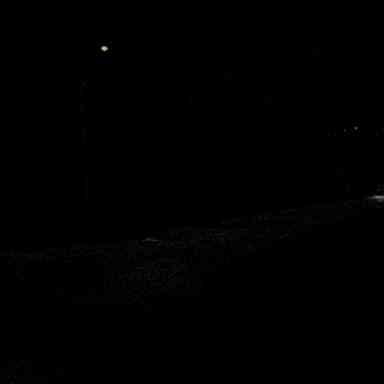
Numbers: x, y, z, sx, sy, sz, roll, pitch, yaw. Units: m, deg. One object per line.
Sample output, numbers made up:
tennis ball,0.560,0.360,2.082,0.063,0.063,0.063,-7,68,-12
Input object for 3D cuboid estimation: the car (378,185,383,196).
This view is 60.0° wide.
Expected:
car,25.597,-0.375,42.984,1.882,1.535,5.008,-2,0,43
